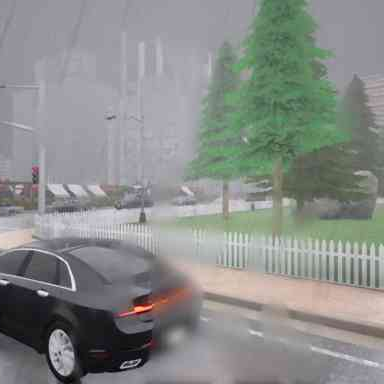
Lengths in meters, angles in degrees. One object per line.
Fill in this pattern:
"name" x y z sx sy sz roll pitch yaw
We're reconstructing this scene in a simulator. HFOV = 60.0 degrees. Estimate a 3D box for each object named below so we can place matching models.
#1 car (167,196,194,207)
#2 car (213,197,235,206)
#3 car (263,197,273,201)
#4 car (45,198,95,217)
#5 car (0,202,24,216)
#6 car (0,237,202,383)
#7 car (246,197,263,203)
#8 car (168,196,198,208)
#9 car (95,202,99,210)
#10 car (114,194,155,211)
"car" -1.864 1.505 53.879 1.837 1.490 4.892 0 0 34
"car" 4.887 1.526 51.078 1.812 1.442 4.674 0 0 34
"car" 14.956 1.564 59.811 1.994 1.385 4.181 0 0 34
"car" -12.302 1.491 32.104 2.128 1.511 4.902 0 0 34
"car" -17.996 1.601 30.017 1.895 1.301 4.718 0 0 36
"car" -2.143 1.505 5.454 4.892 1.490 1.837 0 0 36
"car" 11.858 1.221 61.475 2.150 2.045 5.566 0 0 34
"car" -1.130 1.352 48.717 2.097 1.767 4.553 0 0 34
"car" -12.862 1.478 37.551 1.882 1.535 5.008 0 0 34
"car" -6.832 1.221 40.253 2.150 2.045 5.566 0 0 34
